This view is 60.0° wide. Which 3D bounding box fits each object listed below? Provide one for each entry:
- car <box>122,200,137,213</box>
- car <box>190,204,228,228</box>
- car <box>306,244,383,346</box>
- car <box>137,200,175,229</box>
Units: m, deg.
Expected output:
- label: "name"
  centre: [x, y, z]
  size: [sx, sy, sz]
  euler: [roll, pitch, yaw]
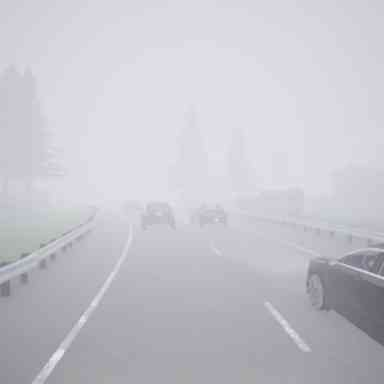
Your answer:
- label: "car"
  centre: [-7.275, 1.654, 39.886]
  size: [2.128, 1.511, 4.902]
  euler: [0, 0, -20]
- label: "car"
  centre: [1.069, 1.566, 23.056]
  size: [2.128, 1.511, 4.902]
  euler: [0, 0, -11]
- label: "car"
  centre: [3.328, 1.496, 4.931]
  size: [2.128, 1.511, 4.902]
  euler: [0, 0, -3]
- label: "car"
  centre: [-2.462, 1.439, 22.808]
  size: [2.097, 1.767, 4.553]
  euler: [0, 0, -11]
